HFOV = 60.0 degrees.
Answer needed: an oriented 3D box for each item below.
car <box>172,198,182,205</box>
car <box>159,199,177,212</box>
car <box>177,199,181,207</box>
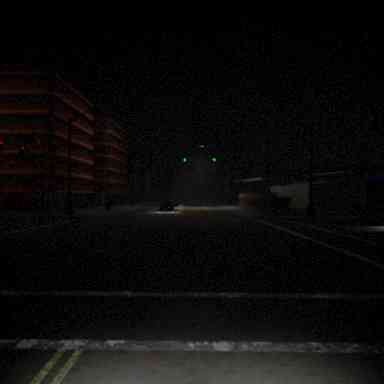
[{"bbox_3d":[-3.516,2.285,77.853,2.128,1.511,4.902,0,-1,0],"label":"car"},{"bbox_3d":[-3.589,1.971,47.187,1.837,1.490,4.892,0,0,0],"label":"car"},{"bbox_3d":[-3.546,2.182,62.478,1.994,1.385,4.181,0,-1,1],"label":"car"}]
